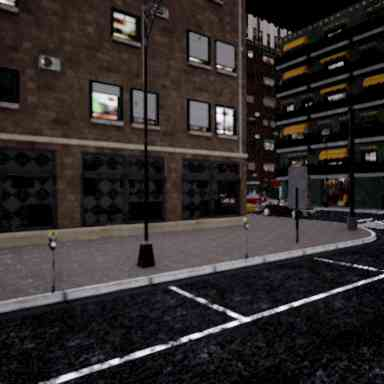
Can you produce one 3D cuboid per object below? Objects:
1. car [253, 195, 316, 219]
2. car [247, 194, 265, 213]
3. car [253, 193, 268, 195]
[{"bbox_3d":[7.076,1.186,24.787,2.008,1.369,4.403,1,0,-36],"label":"car"},{"bbox_3d":[3.898,1.086,29.149,1.752,1.417,4.829,1,0,-36],"label":"car"},{"bbox_3d":[7.314,0.866,38.693,1.967,1.590,4.097,0,1,-36],"label":"car"}]
